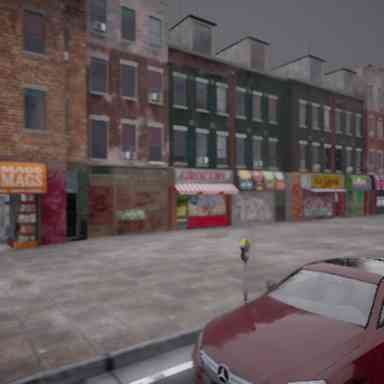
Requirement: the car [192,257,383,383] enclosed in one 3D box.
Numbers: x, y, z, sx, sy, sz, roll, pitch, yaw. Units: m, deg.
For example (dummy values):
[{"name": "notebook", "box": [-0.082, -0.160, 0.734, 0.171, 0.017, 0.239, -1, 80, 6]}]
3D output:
[{"name": "car", "box": [1.966, 1.565, 4.213, 4.206, 1.307, 1.802, 0, 0, -35]}]
